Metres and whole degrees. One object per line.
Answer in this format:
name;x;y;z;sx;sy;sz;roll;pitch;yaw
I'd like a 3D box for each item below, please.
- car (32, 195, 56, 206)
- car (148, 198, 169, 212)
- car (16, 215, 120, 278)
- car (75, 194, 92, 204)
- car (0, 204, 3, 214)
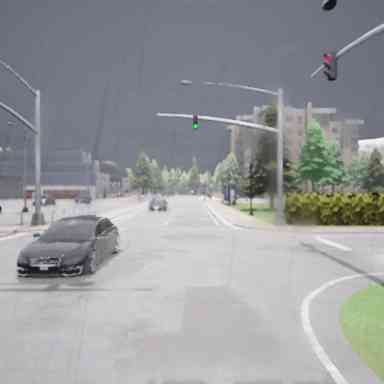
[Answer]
car;-20.584;1.179;46.289;1.970;1.475;3.806;0;0;0
car;-3.559;1.378;35.703;2.128;1.511;4.902;0;1;0
car;-3.517;1.538;10.325;1.837;1.490;4.892;0;1;0
car;-17.543;1.136;53.685;1.845;1.501;3.633;0;0;0
car;-17.748;1.217;27.651;2.007;1.523;4.514;0;0;0
